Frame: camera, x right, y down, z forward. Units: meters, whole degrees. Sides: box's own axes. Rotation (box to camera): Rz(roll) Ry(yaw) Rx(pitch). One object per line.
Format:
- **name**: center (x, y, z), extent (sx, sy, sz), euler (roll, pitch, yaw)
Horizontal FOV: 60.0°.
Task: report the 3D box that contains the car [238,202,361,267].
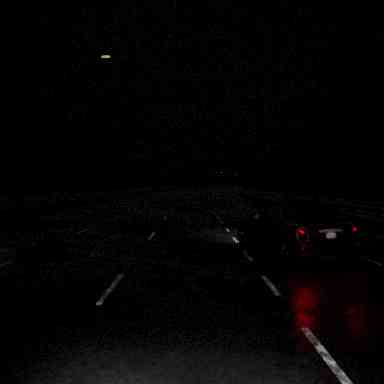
- **car**: center (3.151, 1.098, 10.735), extent (2.097, 1.767, 4.553), euler (-1, 2, -13)
